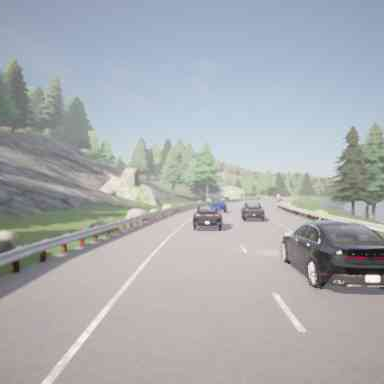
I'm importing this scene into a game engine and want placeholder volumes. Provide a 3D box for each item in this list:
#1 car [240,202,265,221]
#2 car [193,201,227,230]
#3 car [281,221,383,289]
[{"bbox_3d":[5.281,1.661,29.271,2.128,1.511,4.902,0,0,6],"label":"car"},{"bbox_3d":[1.088,1.615,22.191,2.128,1.511,4.902,0,0,4],"label":"car"},{"bbox_3d":[3.829,1.563,9.313,1.837,1.490,4.892,0,0,2],"label":"car"}]
